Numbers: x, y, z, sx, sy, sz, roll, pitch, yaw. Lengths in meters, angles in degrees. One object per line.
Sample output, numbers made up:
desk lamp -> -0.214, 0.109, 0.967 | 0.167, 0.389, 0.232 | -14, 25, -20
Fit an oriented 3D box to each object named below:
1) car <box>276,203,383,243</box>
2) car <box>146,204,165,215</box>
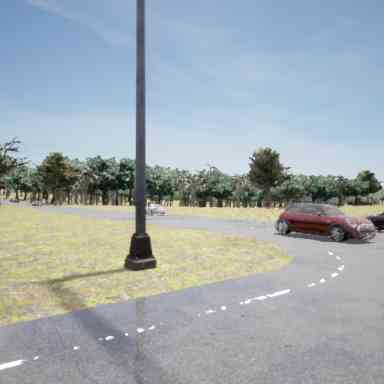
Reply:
car -> 6.450, 1.368, 16.414 | 2.097, 1.767, 4.553 | 2, -1, -36
car -> -5.336, 2.356, 44.775 | 1.812, 1.442, 4.674 | 3, -3, -36
